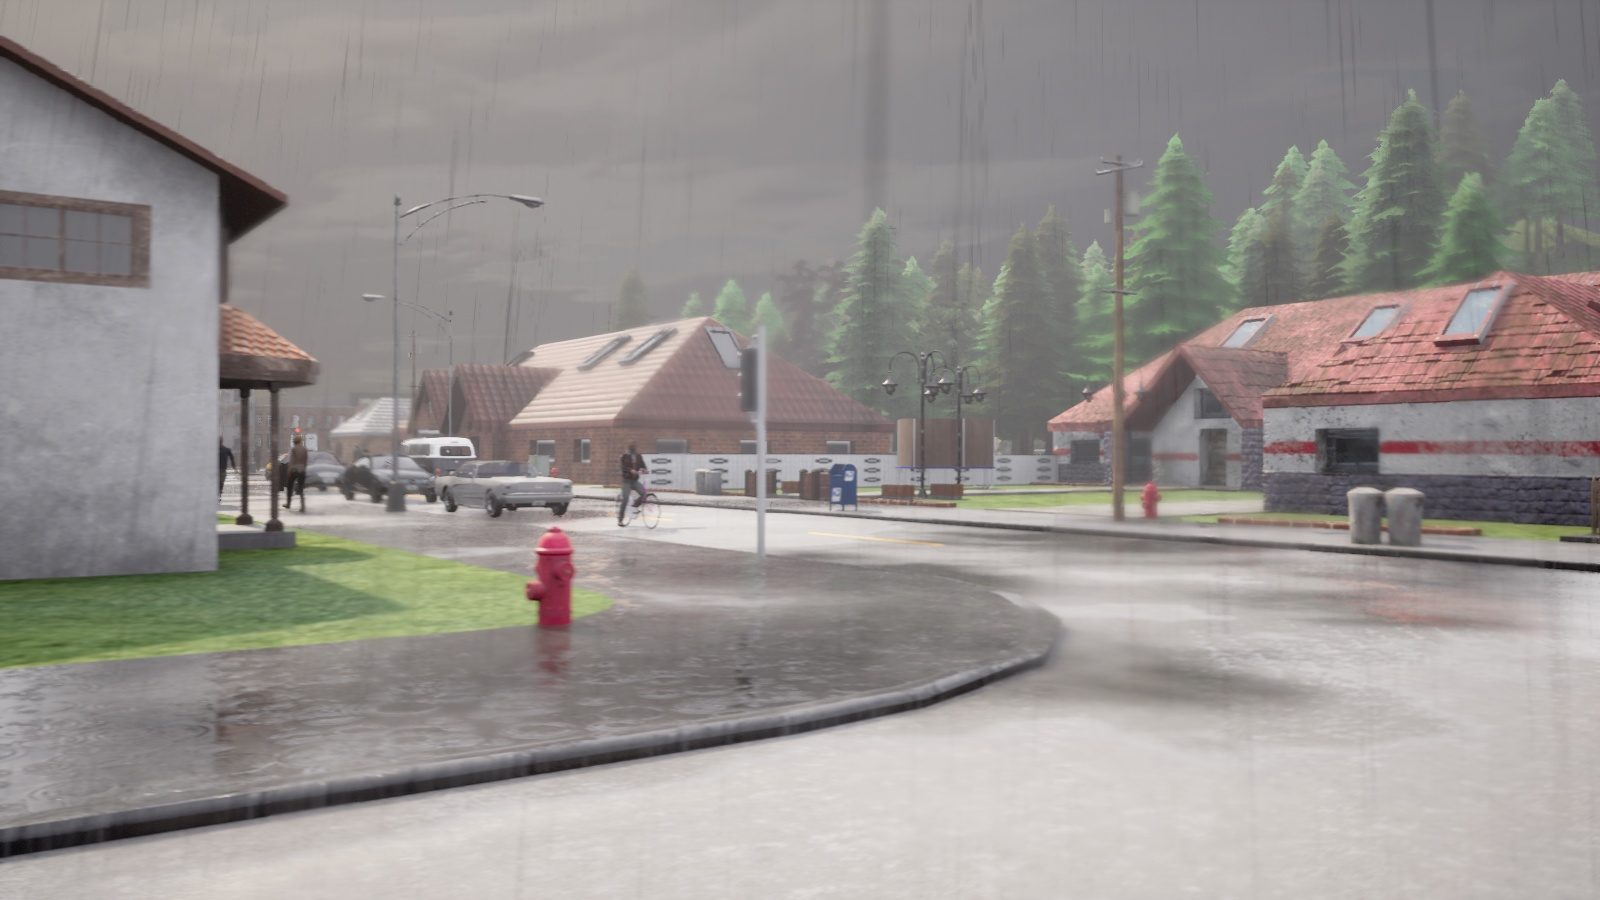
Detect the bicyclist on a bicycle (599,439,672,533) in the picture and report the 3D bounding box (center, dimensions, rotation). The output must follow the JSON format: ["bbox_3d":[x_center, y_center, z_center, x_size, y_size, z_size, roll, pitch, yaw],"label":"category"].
[{"bbox_3d":[-3.269,0.694,24.840,0.659,1.776,1.843,0,0,-35],"label":"bicyclist on a bicycle"}]

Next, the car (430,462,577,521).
[{"bbox_3d":[-7.341,0.947,30.700,1.895,1.301,4.718,0,0,-35],"label":"car"}]

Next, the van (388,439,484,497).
[{"bbox_3d":[-13.554,0.626,46.612,2.069,2.038,4.480,0,0,-35],"label":"van"}]

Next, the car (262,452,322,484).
[{"bbox_3d":[-26.288,0.913,64.858,1.801,1.575,5.366,0,0,-34],"label":"car"}]

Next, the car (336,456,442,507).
[{"bbox_3d":[-12.567,0.902,38.197,1.812,1.442,4.674,0,0,-35],"label":"car"}]

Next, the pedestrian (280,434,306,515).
[{"bbox_3d":[-11.622,0.556,28.773,0.331,1.846,0.634,0,0,-44],"label":"pedestrian"}]

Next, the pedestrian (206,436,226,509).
[{"bbox_3d":[-15.045,0.571,32.367,0.402,1.842,0.726,0,0,-30],"label":"pedestrian"}]

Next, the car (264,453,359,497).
[{"bbox_3d":[-17.870,0.862,45.808,2.128,1.511,4.902,0,0,-35],"label":"car"}]
